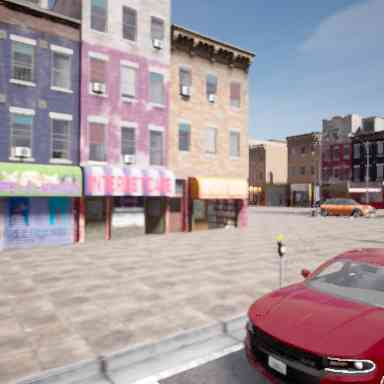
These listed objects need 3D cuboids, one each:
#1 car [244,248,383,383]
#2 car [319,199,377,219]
[{"bbox_3d":[2.713,1.539,4.732,4.507,1.381,1.887,0,1,-35],"label":"car"},{"bbox_3d":[13.692,1.406,29.321,2.097,1.767,4.553,1,-2,-35],"label":"car"}]
